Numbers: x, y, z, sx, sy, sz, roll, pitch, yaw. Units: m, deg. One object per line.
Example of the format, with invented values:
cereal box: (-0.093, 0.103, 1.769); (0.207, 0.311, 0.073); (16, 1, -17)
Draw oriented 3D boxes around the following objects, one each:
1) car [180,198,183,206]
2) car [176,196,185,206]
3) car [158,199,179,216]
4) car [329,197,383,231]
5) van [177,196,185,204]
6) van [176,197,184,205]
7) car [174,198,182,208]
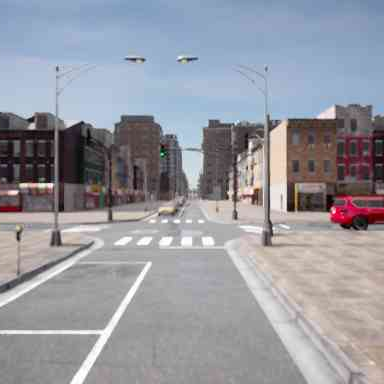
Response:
car: (-2.630, 1.914, 46.734); (1.802, 1.307, 4.206); (0, 0, 0)
car: (-2.629, 1.869, 57.945); (1.967, 1.590, 4.097); (0, -1, 0)
car: (-2.630, 1.767, 35.354); (1.752, 1.417, 4.829); (0, 0, 0)
car: (11.414, 1.319, 20.492); (5.566, 2.045, 2.150); (0, -1, 0)
van: (-2.627, 1.975, 80.367); (1.690, 1.788, 3.998); (0, -1, 0)
van: (-2.627, 1.922, 74.762); (1.690, 1.788, 3.998); (0, -1, 0)
car: (-2.630, 1.831, 41.129); (1.887, 1.381, 4.507); (0, 0, 0)
